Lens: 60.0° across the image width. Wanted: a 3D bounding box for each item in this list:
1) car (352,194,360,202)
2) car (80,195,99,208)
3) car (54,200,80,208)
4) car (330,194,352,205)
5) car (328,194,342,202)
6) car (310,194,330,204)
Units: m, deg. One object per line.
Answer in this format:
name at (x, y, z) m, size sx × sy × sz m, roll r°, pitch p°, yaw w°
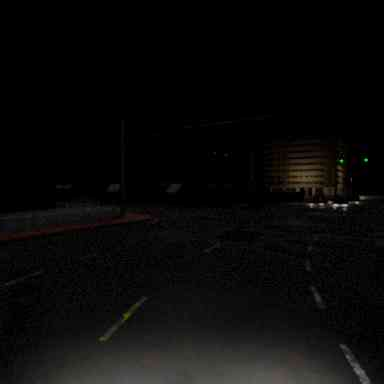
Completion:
car at (32.949, 1.219, 67.845) m, size 1.882 × 1.535 × 5.008 m, roll 1°, pitch 0°, yaw 33°
car at (-14.083, 1.156, 42.742) m, size 5.008 × 1.535 × 1.882 m, roll 1°, pitch 1°, yaw 33°
car at (-16.016, 1.191, 39.822) m, size 4.892 × 1.490 × 1.837 m, roll 1°, pitch 1°, yaw 33°
car at (24.654, 1.303, 55.004) m, size 1.812 × 1.442 × 4.674 m, roll 1°, pitch 1°, yaw 33°
car at (29.972, 1.235, 69.686) m, size 1.812 × 1.442 × 4.674 m, roll 1°, pitch 0°, yaw 33°
car at (21.719, 1.099, 56.907) m, size 2.097 × 1.767 × 4.553 m, roll 1°, pitch 0°, yaw 33°
